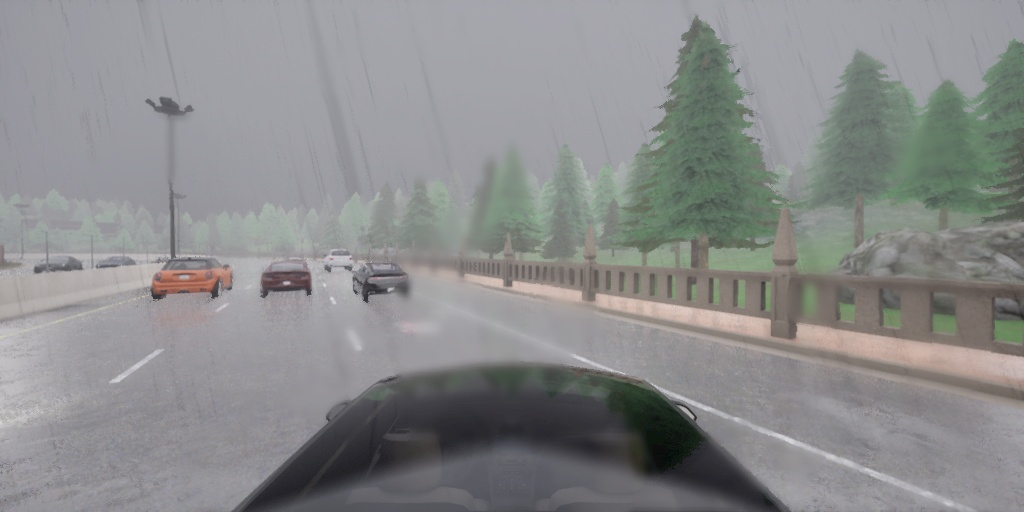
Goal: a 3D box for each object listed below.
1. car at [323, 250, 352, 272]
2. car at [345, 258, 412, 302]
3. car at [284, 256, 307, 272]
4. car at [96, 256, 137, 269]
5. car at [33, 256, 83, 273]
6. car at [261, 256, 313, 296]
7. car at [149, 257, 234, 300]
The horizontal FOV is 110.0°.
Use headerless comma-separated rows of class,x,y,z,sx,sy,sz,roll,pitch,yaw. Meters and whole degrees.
car,-16.900,0.425,34.813,2.150,2.045,5.566,0,0,-32
car,-5.777,1.017,15.658,2.128,1.511,4.902,0,1,-30
car,-21.053,0.726,34.813,1.812,1.442,4.674,0,1,-32
car,-37.445,0.729,34.082,2.033,1.411,5.357,-1,1,-37
car,-40.204,0.734,31.921,1.812,1.442,4.674,0,1,-36
car,-10.761,0.967,17.295,1.882,1.535,5.008,0,1,-30
car,-14.151,0.849,16.166,2.097,1.767,4.553,0,1,-30
